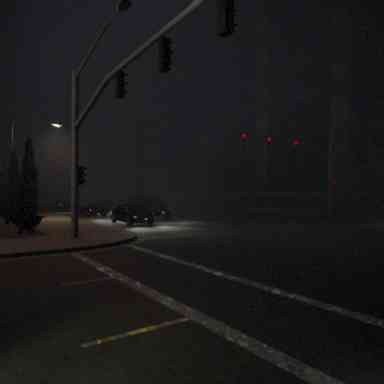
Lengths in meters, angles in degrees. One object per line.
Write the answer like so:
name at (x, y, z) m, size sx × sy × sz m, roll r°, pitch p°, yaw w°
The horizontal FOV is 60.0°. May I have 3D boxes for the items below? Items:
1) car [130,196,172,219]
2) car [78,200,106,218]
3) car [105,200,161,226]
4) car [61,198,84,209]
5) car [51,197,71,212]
car at (-3.975, 1.375, 30.172) m, size 2.150 × 2.045 × 5.566 m, roll 0°, pitch 0°, yaw -35°
car at (-9.833, 1.731, 32.458) m, size 1.895 × 1.301 × 4.718 m, roll 0°, pitch 0°, yaw -34°
car at (-4.539, 1.634, 24.856) m, size 1.837 × 1.490 × 4.892 m, roll 0°, pitch 0°, yaw -35°
car at (-18.255, 1.704, 50.746) m, size 2.033 × 1.411 × 5.357 m, roll 0°, pitch 0°, yaw -34°
car at (-15.941, 1.483, 41.241) m, size 2.097 × 1.767 × 4.553 m, roll 0°, pitch 0°, yaw -35°
